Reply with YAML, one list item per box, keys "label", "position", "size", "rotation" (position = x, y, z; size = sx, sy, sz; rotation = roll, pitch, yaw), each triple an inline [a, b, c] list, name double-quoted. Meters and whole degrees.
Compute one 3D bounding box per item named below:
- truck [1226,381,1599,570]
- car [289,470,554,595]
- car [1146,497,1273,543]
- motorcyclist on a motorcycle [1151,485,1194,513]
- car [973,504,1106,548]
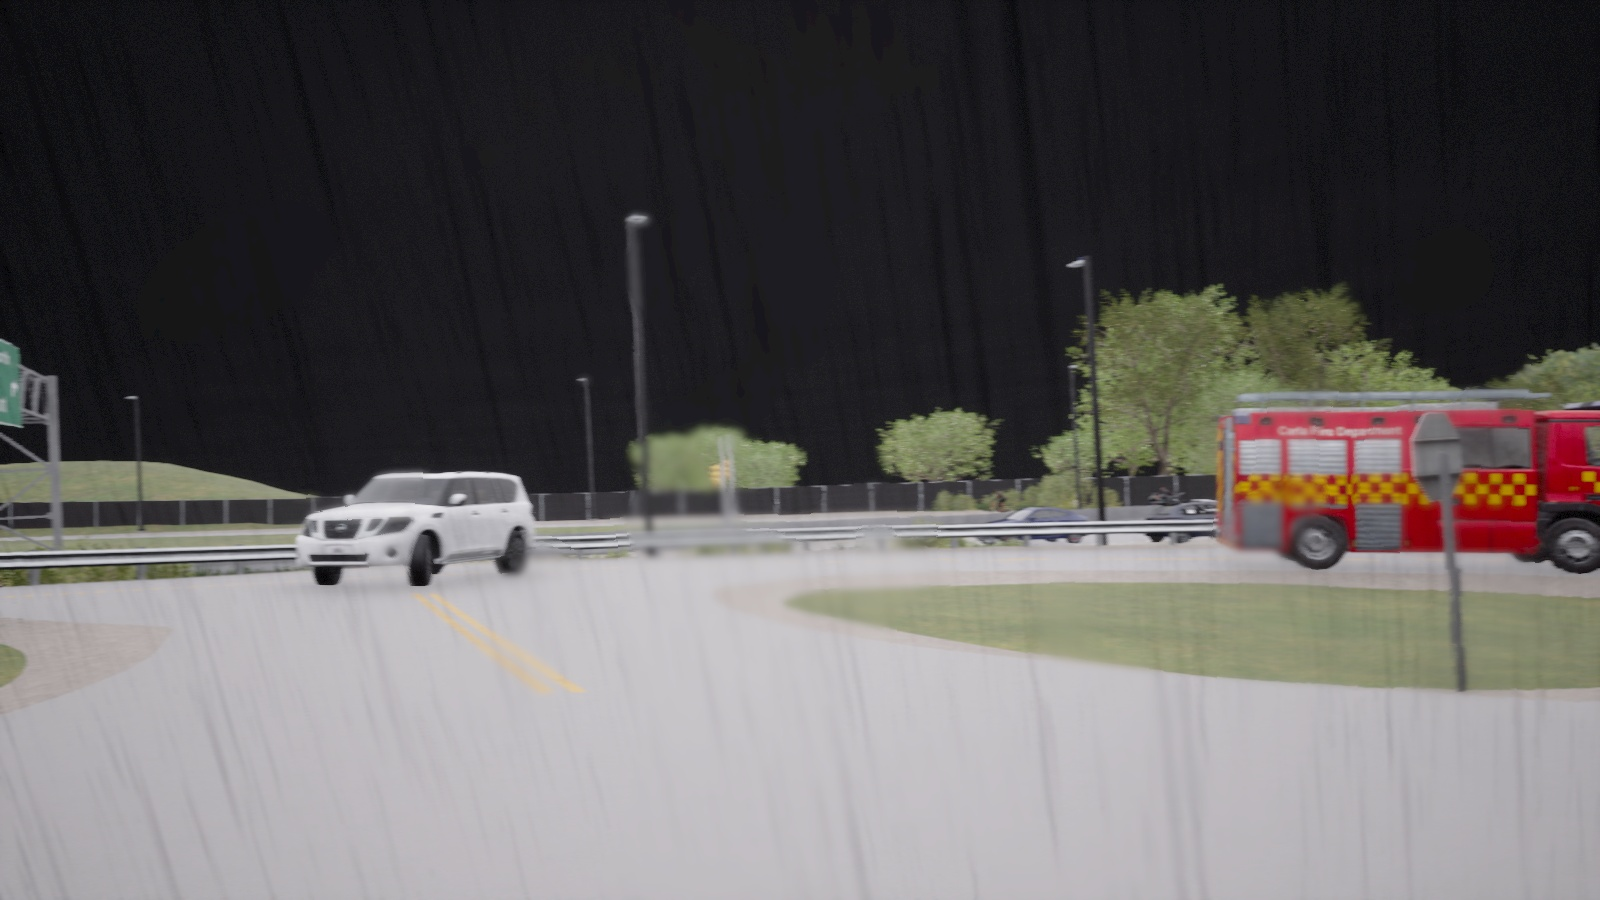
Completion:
- label: "truck"
  position: [13.926, 0.551, 27.305]
  size: [8.468, 3.827, 2.891]
  rotation: [-1, 0, 11]
- label: "car"
  position: [-6.862, 1.488, 23.611]
  size: [2.150, 2.045, 5.566]
  rotation: [-2, -3, 15]
- label: "car"
  position: [15.178, 2.584, 46.526]
  size: [4.193, 1.474, 1.816]
  rotation: [-2, -2, -20]
- label: "motorcyclist on a motorcycle"
  position: [21.646, 2.858, 72.997]
  size: [2.191, 1.530, 0.866]
  rotation: [-2, -1, 3]
- label: "car"
  position: [9.172, 2.884, 48.040]
  size: [4.674, 1.442, 1.812]
  rotation: [-2, -2, -20]
